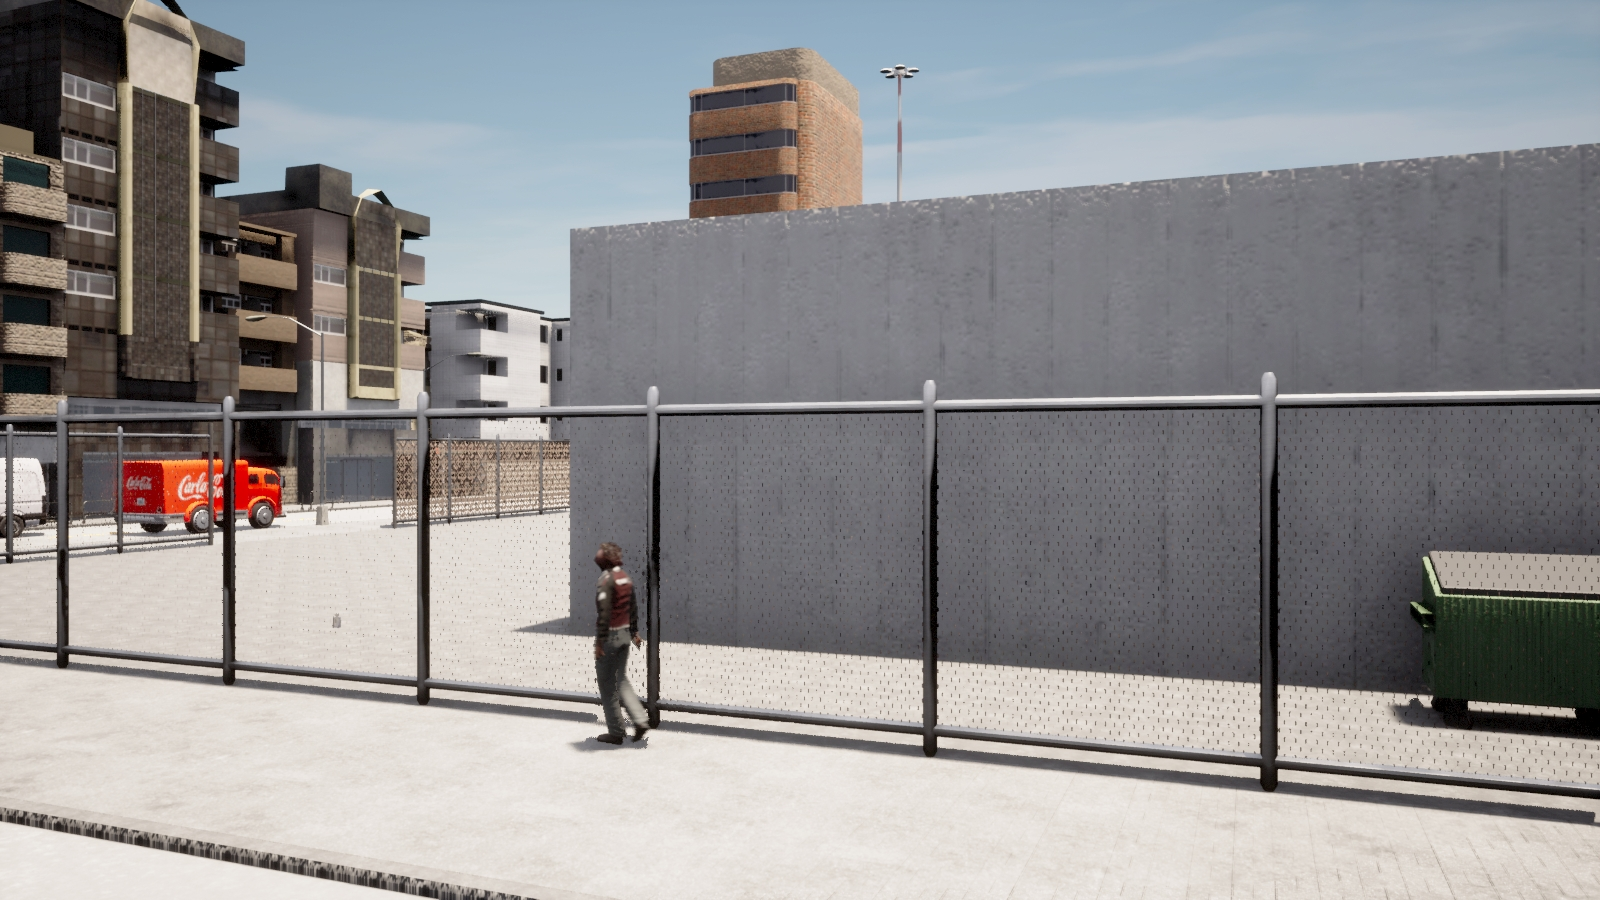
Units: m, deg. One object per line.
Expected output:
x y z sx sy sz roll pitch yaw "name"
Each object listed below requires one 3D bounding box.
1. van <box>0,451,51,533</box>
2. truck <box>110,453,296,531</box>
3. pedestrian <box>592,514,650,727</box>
-26.517 1.314 35.024 1.988 2.561 5.915 0 0 21 "van"
-20.490 1.348 39.516 2.627 2.467 5.204 0 0 23 "truck"
-1.625 1.524 10.372 0.375 1.860 0.375 0 0 23 "pedestrian"
